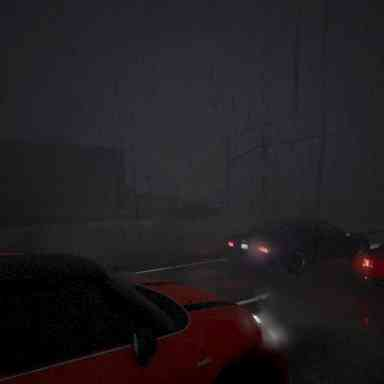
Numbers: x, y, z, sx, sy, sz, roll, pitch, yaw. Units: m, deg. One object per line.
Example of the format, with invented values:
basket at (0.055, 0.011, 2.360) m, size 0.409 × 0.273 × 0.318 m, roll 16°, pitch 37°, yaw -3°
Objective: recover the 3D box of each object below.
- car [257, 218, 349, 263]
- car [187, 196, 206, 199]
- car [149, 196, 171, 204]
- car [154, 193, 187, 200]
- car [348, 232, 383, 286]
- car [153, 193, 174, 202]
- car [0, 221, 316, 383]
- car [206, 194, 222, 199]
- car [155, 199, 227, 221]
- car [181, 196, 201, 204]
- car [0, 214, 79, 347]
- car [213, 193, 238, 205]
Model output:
car at (3.507, 1.547, 10.593) m, size 5.357 × 1.411 × 2.033 m, roll 0°, pitch 0°, yaw -35°
car at (-0.596, 1.547, 55.968) m, size 2.033 × 1.411 × 5.357 m, roll 0°, pitch 0°, yaw -36°
car at (-6.180, 1.502, 63.703) m, size 1.837 × 1.490 × 4.892 m, roll 0°, pitch 1°, yaw -36°
car at (-3.628, 1.221, 54.183) m, size 2.150 × 2.045 × 5.566 m, roll 0°, pitch 0°, yaw -35°
car at (6.079, 1.601, 8.122) m, size 4.718 × 1.301 × 1.895 m, roll 0°, pitch 0°, yaw -35°
car at (-6.500, 1.225, 76.123) m, size 2.150 × 2.045 × 5.566 m, roll 0°, pitch 0°, yaw -36°
car at (-1.252, 1.352, 2.854) m, size 4.553 × 1.767 × 2.097 m, roll 0°, pitch 0°, yaw -35°
car at (2.404, 1.547, 57.797) m, size 2.033 × 1.411 × 5.357 m, roll 0°, pitch 0°, yaw -36°
car at (-0.208, 1.547, 26.289) m, size 5.357 × 1.411 × 2.033 m, roll 0°, pitch 0°, yaw -30°
car at (-0.261, 1.562, 67.498) m, size 1.994 × 1.385 × 4.181 m, roll 0°, pitch 0°, yaw -37°
car at (-4.310, 1.352, 4.972) m, size 4.553 × 1.767 × 2.097 m, roll 0°, pitch 0°, yaw -35°
car at (5.659, 1.222, 59.287) m, size 2.150 × 2.045 × 5.566 m, roll 0°, pitch 0°, yaw -36°
